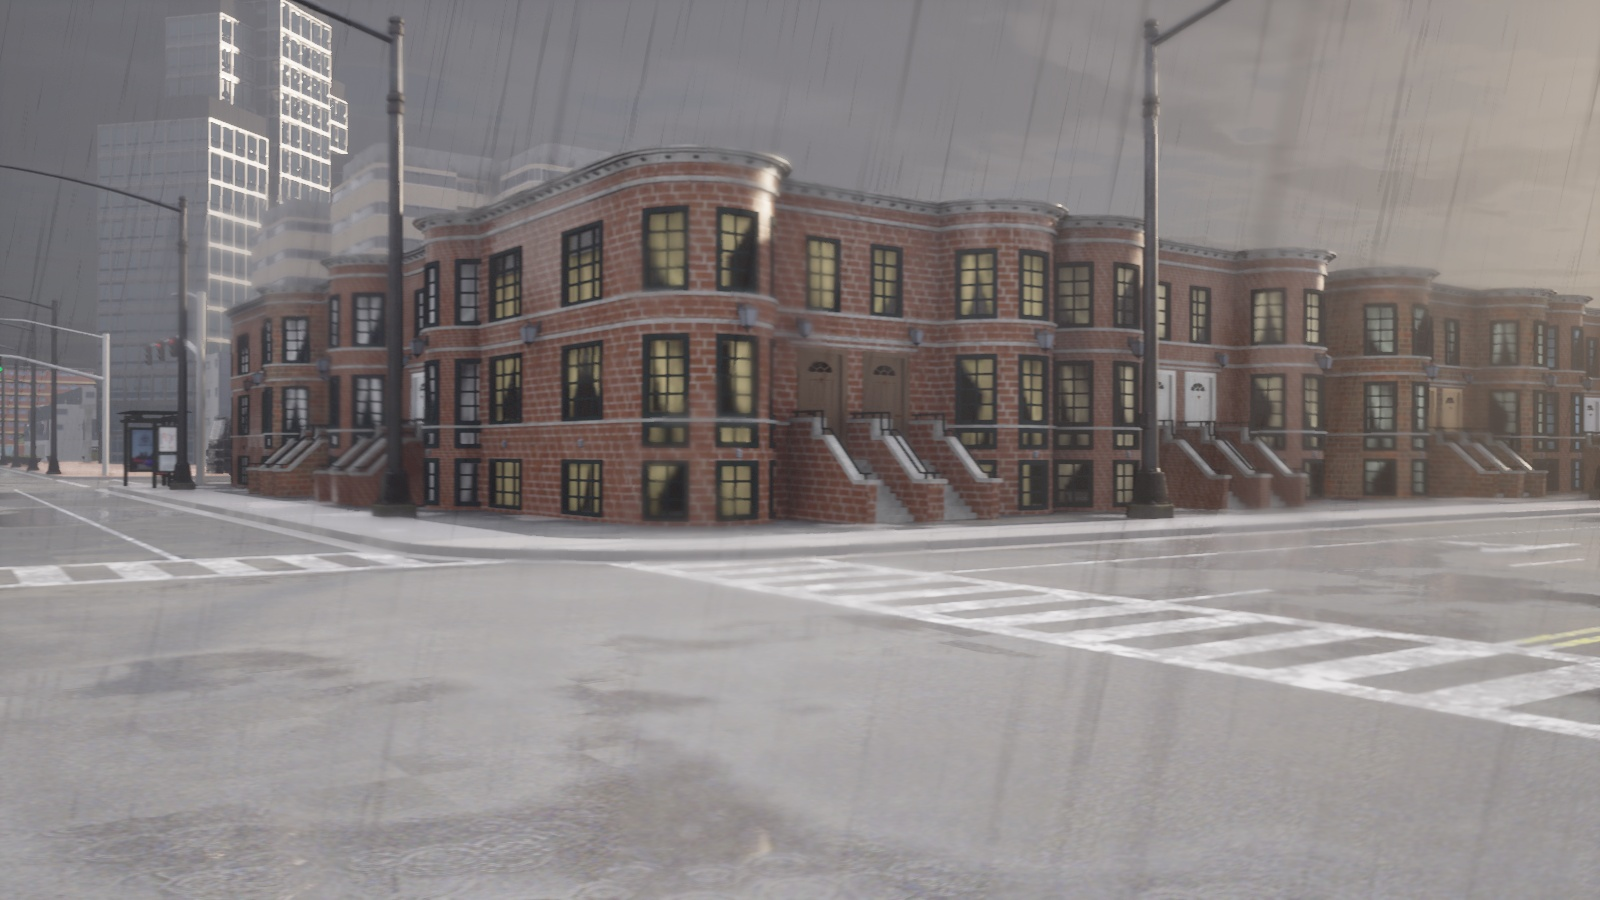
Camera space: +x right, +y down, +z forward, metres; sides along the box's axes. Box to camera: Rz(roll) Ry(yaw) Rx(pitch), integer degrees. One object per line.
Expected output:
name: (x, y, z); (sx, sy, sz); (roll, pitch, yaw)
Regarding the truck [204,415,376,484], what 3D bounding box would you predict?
truck: (-26.668, -0.019, 65.856); (7.936, 3.462, 2.891); (0, 0, -35)
